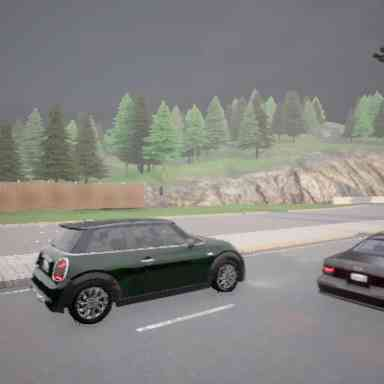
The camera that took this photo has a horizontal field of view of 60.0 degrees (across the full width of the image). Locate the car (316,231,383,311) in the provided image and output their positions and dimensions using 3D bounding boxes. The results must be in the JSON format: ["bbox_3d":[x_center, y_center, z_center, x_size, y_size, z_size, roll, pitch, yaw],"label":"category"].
[{"bbox_3d":[4.967,1.547,7.288,5.357,1.411,2.033,0,0,-35],"label":"car"}]

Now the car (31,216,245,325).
[{"bbox_3d":[-0.964,1.353,7.357,4.553,1.767,2.097,0,0,-36],"label":"car"}]
